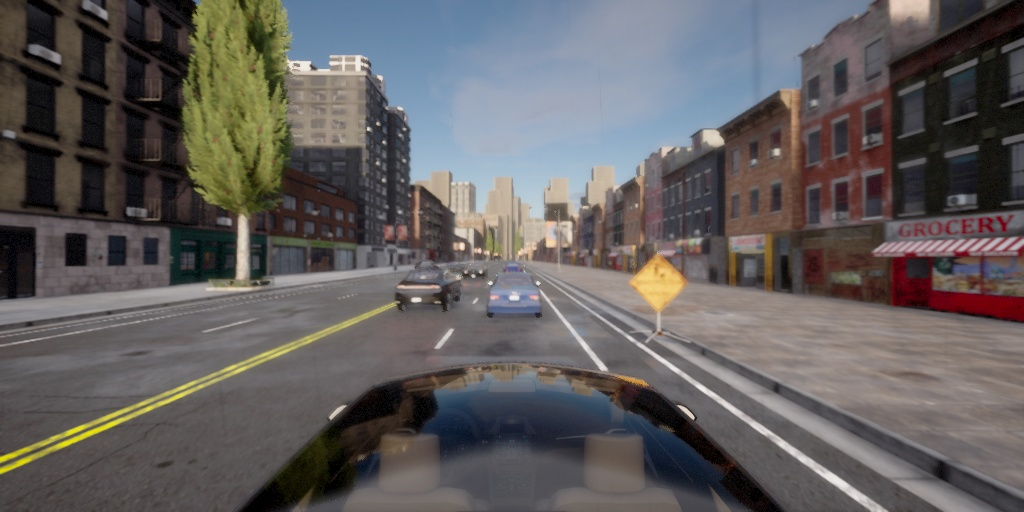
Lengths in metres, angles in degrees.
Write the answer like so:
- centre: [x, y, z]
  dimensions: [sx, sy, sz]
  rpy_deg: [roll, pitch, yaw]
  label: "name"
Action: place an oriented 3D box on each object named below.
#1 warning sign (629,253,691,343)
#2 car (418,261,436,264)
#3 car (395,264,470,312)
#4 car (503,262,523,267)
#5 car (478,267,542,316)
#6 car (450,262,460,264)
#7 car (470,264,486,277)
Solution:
- centre: [3.226, 0.867, 7.911]
  dimensions: [1.300, 1.860, 1.060]
  rpy_deg: [0, 0, 0]
  label: "warning sign"
- centre: [-9.838, 1.266, 41.114]
  dimensions: [1.882, 1.535, 5.008]
  rpy_deg: [0, 0, 0]
  label: "car"
- centre: [-3.165, 1.247, 14.326]
  dimensions: [2.128, 1.511, 4.902]
  rpy_deg: [0, 0, 0]
  label: "car"
- centre: [0.098, 1.299, 34.438]
  dimensions: [1.812, 1.442, 4.674]
  rpy_deg: [0, 0, 0]
  label: "car"
- centre: [0.084, 1.302, 13.240]
  dimensions: [2.033, 1.411, 5.357]
  rpy_deg: [0, 0, 0]
  label: "car"
- centre: [-6.589, 1.353, 41.255]
  dimensions: [1.994, 1.385, 4.181]
  rpy_deg: [0, 0, 0]
  label: "car"
- centre: [-3.154, 1.369, 31.785]
  dimensions: [1.895, 1.301, 4.718]
  rpy_deg: [0, 0, 0]
  label: "car"
